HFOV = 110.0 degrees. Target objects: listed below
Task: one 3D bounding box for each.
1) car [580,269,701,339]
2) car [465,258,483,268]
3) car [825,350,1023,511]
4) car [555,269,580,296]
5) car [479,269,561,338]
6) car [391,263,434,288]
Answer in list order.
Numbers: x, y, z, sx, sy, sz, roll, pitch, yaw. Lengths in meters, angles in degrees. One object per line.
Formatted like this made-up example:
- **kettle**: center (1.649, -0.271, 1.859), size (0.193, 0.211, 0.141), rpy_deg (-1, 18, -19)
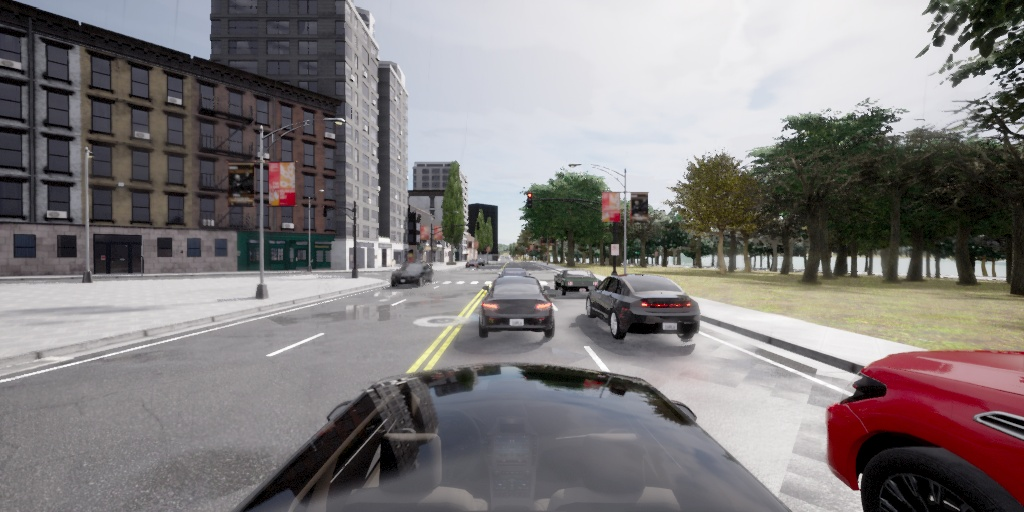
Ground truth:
- **car**: center (3.367, 1.253, 10.052), size (1.837, 1.490, 4.892), rpy_deg (0, 0, 0)
- **car**: center (-6.457, 1.297, 59.163), size (1.994, 1.385, 4.181), rpy_deg (0, 0, 0)
- **car**: center (3.347, 0.972, 0.189), size (2.150, 2.045, 5.566), rpy_deg (0, 0, 0)
- **car**: center (3.389, 1.347, 19.365), size (1.895, 1.301, 4.718), rpy_deg (0, 0, 0)
- **car**: center (0.121, 1.274, 10.091), size (1.812, 1.442, 4.674), rpy_deg (0, 0, 0)
- **car**: center (-6.544, 1.222, 23.989), size (1.882, 1.535, 5.008), rpy_deg (0, 0, 0)
